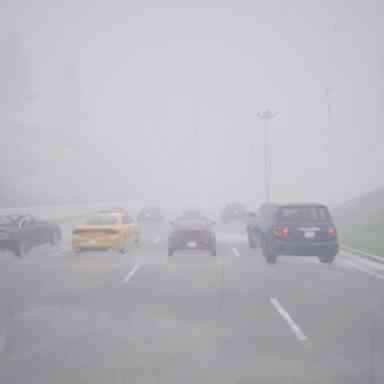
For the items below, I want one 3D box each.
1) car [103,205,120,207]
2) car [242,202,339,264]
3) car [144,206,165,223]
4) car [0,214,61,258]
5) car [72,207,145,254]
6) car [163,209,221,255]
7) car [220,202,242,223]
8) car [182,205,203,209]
[{"bbox_3d":[-6.929,1.843,28.876,1.812,1.442,4.674,0,0,2],"label":"car"},{"bbox_3d":[3.505,1.364,12.558,2.150,2.045,5.566,0,0,0],"label":"car"},{"bbox_3d":[-3.444,1.877,28.451,1.994,1.385,4.181,0,-1,2],"label":"car"},{"bbox_3d":[-6.983,1.642,13.482,2.128,1.511,4.902,0,0,0],"label":"car"},{"bbox_3d":[-3.475,1.634,14.225,1.882,1.535,5.008,0,0,1],"label":"car"},{"bbox_3d":[0.021,1.679,13.873,1.812,1.442,4.674,0,0,1],"label":"car"},{"bbox_3d":[3.557,1.664,28.406,2.097,1.767,4.553,0,-1,1],"label":"car"},{"bbox_3d":[0.069,1.843,28.866,1.812,1.442,4.674,0,0,2],"label":"car"}]
